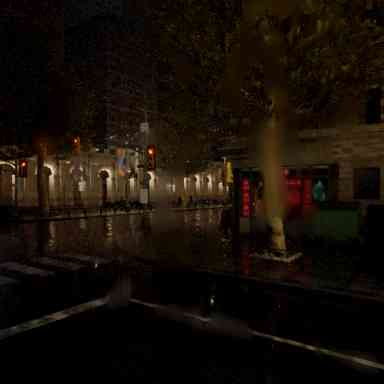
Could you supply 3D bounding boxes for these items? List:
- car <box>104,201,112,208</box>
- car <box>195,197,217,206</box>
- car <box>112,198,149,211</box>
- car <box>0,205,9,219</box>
[{"bbox_3d":[-10.252,1.595,47.928,1.895,1.301,4.718,0,0,36],"label":"car"},{"bbox_3d":[2.303,1.564,53.942,1.994,1.385,4.181,0,0,36],"label":"car"},{"bbox_3d":[-7.179,1.564,40.816,1.994,1.385,4.181,0,0,36],"label":"car"},{"bbox_3d":[-17.422,1.477,26.615,1.882,1.535,5.008,0,0,36],"label":"car"}]
